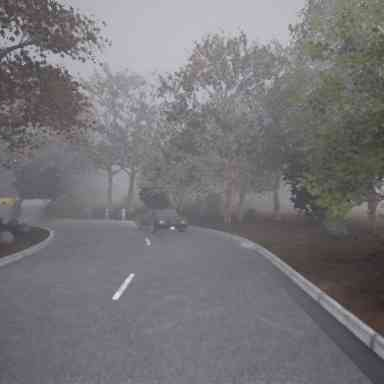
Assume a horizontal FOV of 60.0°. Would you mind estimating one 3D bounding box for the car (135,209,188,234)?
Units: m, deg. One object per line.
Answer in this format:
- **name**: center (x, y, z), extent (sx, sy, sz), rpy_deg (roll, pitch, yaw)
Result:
- **car**: center (-1.968, 1.670, 19.825), extent (1.895, 1.301, 4.718), rpy_deg (2, -1, -25)
